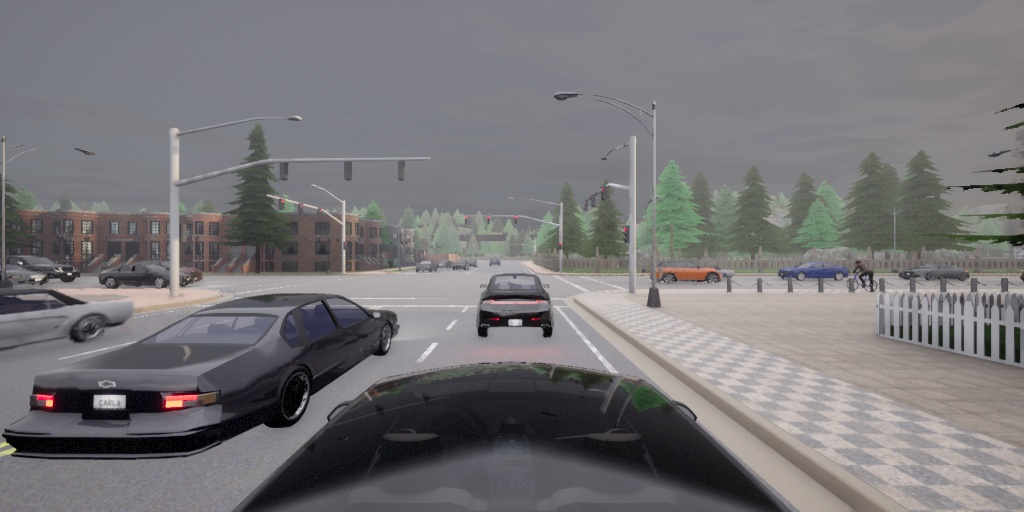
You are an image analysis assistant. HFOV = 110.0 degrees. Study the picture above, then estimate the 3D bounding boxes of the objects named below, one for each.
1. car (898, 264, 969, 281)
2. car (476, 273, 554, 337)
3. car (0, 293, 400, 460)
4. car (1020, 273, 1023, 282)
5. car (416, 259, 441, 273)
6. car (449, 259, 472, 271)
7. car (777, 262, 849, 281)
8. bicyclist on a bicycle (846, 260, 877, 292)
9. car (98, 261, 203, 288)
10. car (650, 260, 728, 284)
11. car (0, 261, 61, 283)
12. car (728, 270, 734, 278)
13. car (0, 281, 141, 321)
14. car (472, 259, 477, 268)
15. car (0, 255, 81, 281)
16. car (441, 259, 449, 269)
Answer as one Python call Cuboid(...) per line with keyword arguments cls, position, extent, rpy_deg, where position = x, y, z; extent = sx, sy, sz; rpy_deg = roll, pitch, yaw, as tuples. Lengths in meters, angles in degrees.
Cuboid(cls="car", position=(34.833, 1.314, 29.692), extent=(4.181, 1.385, 1.994), rpy_deg=(0, 0, 1))
Cuboid(cls="car", position=(0.083, 1.242, 10.257), extent=(2.128, 1.511, 4.902), rpy_deg=(0, 0, 0))
Cuboid(cls="car", position=(-3.436, 1.297, 5.589), extent=(2.033, 1.411, 5.357), rpy_deg=(0, 0, 0))
Cuboid(cls="car", position=(40.039, 1.314, 26.005), extent=(4.181, 1.385, 1.994), rpy_deg=(0, 0, 0))
Cuboid(cls="car", position=(-10.577, 1.276, 44.577), extent=(1.812, 1.442, 4.674), rpy_deg=(0, 0, 0))
Cuboid(cls="car", position=(-7.086, 1.255, 49.996), extent=(1.837, 1.490, 4.892), rpy_deg=(0, 0, 0))
Cuboid(cls="car", position=(24.859, 1.228, 29.715), extent=(5.008, 1.535, 1.882), rpy_deg=(0, 0, 0))
Cuboid(cls="bicyclist on a bicycle", position=(18.252, 1.052, 18.742), extent=(0.582, 1.620, 1.656), rpy_deg=(0, 0, 0))
Cuboid(cls="car", position=(-23.185, 1.255, 22.875), extent=(4.892, 1.490, 1.837), rpy_deg=(0, 0, -3))
Cuboid(cls="car", position=(12.612, 1.102, 26.056), extent=(4.553, 1.767, 2.097), rpy_deg=(0, 0, 1))
Cuboid(cls="car", position=(-32.550, 1.242, 22.636), extent=(4.902, 1.511, 2.128), rpy_deg=(0, 0, -4))
Cuboid(cls="car", position=(15.567, 1.351, 29.728), extent=(4.718, 1.301, 1.895), rpy_deg=(0, 0, 0))
Cuboid(cls="car", position=(-10.599, 1.351, 6.904), extent=(1.895, 1.301, 4.718), rpy_deg=(0, 0, 0))
Cuboid(cls="car", position=(-7.036, 1.253, 61.697), extent=(1.837, 1.490, 4.892), rpy_deg=(0, 0, 0))
Cuboid(cls="car", position=(-35.167, 0.971, 25.963), extent=(5.566, 2.045, 2.150), rpy_deg=(0, 0, -6))
Cuboid(cls="car", position=(-10.576, 1.242, 55.597), extent=(2.128, 1.511, 4.902), rpy_deg=(0, 0, 0))
